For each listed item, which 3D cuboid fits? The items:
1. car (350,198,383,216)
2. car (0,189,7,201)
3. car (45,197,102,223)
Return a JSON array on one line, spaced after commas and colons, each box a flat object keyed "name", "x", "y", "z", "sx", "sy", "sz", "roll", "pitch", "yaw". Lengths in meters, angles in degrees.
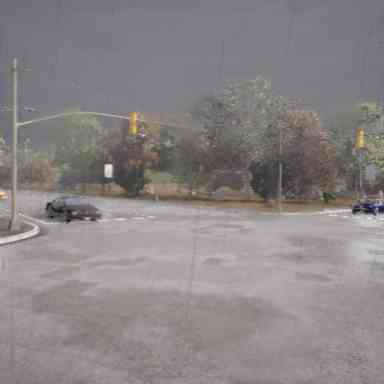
[{"name": "car", "x": 15.283, "y": 1.224, "z": 28.272, "sx": 4.718, "sy": 1.301, "sz": 1.895, "roll": 0, "pitch": 2, "yaw": -43}, {"name": "car", "x": -23.872, "y": 0.225, "z": 40.192, "sx": 1.882, "sy": 1.535, "sz": 5.008, "roll": 0, "pitch": 2, "yaw": -41}, {"name": "car", "x": -7.431, "y": 1.001, "z": 20.424, "sx": 2.033, "sy": 1.411, "sz": 5.357, "roll": 0, "pitch": 2, "yaw": -39}]
